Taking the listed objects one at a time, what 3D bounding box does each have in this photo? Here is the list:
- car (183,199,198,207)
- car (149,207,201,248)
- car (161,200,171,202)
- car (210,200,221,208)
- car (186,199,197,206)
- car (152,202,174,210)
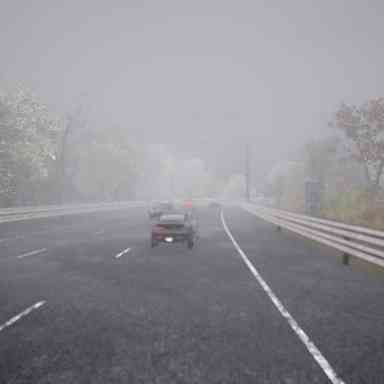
[{"bbox_3d":[-0.208,1.961,54.030,2.097,1.767,4.553,0,-1,7],"label":"car"},{"bbox_3d":[-0.719,1.681,15.818,1.837,1.490,4.892,0,-1,5],"label":"car"},{"bbox_3d":[-4.011,2.055,51.847,1.882,1.535,5.008,0,-1,7],"label":"car"},{"bbox_3d":[4.336,2.229,61.405,1.812,1.442,4.674,0,-1,8],"label":"car"},{"bbox_3d":[-0.135,2.380,78.765,1.882,1.535,5.008,0,-1,9],"label":"car"},{"bbox_3d":[-2.764,1.953,32.158,1.895,1.301,4.718,0,-1,6],"label":"car"}]
